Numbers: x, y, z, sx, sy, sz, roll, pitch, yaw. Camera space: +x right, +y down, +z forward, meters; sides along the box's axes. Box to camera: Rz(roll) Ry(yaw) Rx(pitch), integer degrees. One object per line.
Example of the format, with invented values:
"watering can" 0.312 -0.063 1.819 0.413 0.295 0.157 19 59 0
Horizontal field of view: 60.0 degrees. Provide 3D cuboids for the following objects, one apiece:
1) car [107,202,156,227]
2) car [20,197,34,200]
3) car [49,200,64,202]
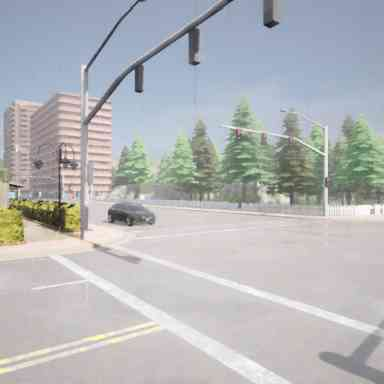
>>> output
"car" -4.292 1.502 23.202 1.837 1.490 4.892 0 1 -37
"car" -26.051 1.528 52.368 2.128 1.511 4.902 0 0 -37
"car" -15.469 1.600 38.107 1.895 1.301 4.718 0 0 -37
